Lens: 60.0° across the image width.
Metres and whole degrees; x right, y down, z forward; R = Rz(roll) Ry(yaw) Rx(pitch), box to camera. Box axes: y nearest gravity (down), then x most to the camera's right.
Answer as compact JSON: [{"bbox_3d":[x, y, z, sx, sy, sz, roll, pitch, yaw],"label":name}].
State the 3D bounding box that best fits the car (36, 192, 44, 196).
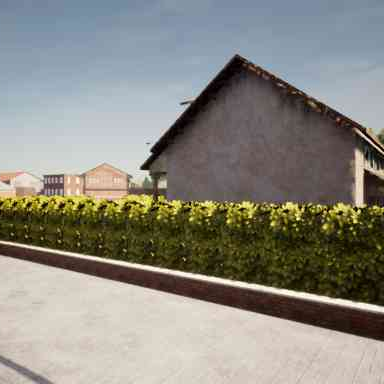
[{"bbox_3d":[-31.328,0.973,68.439,3.866,1.878,1.905,0,0,35],"label":"car"}]
